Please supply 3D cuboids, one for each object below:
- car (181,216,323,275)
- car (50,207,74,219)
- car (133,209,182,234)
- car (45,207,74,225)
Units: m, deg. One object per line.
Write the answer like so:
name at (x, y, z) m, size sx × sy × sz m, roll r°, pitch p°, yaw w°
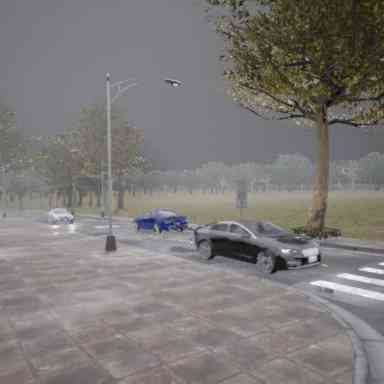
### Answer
car at (1.989, 1.681, 11.384) m, size 2.128 × 1.511 × 4.902 m, roll -1°, pitch -1°, yaw -35°
car at (-17.074, 2.670, 43.504) m, size 1.895 × 1.301 × 4.718 m, roll -1°, pitch -1°, yaw -35°
car at (-2.283, 1.901, 22.548) m, size 1.882 × 1.535 × 5.008 m, roll -1°, pitch -1°, yaw -35°
car at (-13.123, 2.359, 32.817) m, size 1.812 × 1.442 × 4.674 m, roll -1°, pitch -1°, yaw -35°
